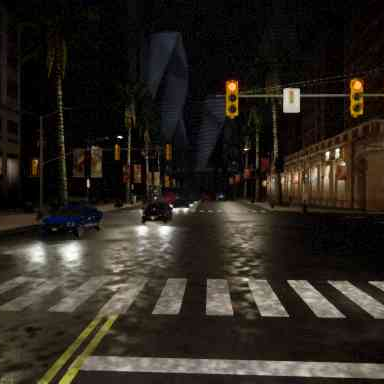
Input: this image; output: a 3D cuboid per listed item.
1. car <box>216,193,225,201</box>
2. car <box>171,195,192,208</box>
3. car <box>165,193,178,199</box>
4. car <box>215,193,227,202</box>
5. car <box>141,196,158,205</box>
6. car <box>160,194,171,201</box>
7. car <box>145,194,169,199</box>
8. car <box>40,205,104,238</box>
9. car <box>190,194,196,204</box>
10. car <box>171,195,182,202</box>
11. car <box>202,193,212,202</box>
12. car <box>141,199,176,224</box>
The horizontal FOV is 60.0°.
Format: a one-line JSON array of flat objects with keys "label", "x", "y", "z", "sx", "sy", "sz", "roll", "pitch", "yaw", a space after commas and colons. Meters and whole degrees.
[{"label": "car", "x": 7.433, "y": 1.217, "z": 88.091, "sx": 2.150, "sy": 2.045, "sz": 5.566, "roll": 0, "pitch": 0, "yaw": 2}, {"label": "car", "x": -1.437, "y": 1.564, "z": 47.891, "sx": 1.994, "sy": 1.385, "sz": 4.181, "roll": 0, "pitch": 0, "yaw": 3}, {"label": "car", "x": -4.269, "y": 1.218, "z": 61.460, "sx": 2.150, "sy": 2.045, "sz": 5.566, "roll": 0, "pitch": 0, "yaw": 4}, {"label": "car", "x": 7.074, "y": 1.522, "z": 78.017, "sx": 2.128, "sy": 1.511, "sz": 4.902, "roll": 0, "pitch": 0, "yaw": 2}, {"label": "car", "x": -7.505, "y": 1.513, "z": 59.369, "sx": 2.161, "sy": 1.482, "sz": 4.786, "roll": 0, "pitch": 0, "yaw": 2}, {"label": "car", "x": -6.417, "y": 1.354, "z": 81.273, "sx": 2.185, "sy": 1.767, "sz": 4.553, "roll": 0, "pitch": 0, "yaw": 2}, {"label": "car", "x": -4.986, "y": 1.491, "z": 46.912, "sx": 2.128, "sy": 1.511, "sz": 4.902, "roll": 0, "pitch": 0, "yaw": 3}, {"label": "car", "x": -6.327, "y": 1.477, "z": 18.063, "sx": 1.882, "sy": 1.535, "sz": 5.008, "roll": 0, "pitch": 0, "yaw": 3}, {"label": "car", "x": -0.798, "y": 1.506, "z": 60.980, "sx": 1.837, "sy": 1.490, "sz": 4.892, "roll": 0, "pitch": 0, "yaw": 3}, {"label": "car", "x": -3.486, "y": 1.535, "z": 76.697, "sx": 2.033, "sy": 1.411, "sz": 5.357, "roll": 0, "pitch": 0, "yaw": 3}, {"label": "car", "x": 3.565, "y": 1.224, "z": 77.812, "sx": 2.150, "sy": 2.045, "sz": 5.566, "roll": 0, "pitch": 0, "yaw": 2}, {"label": "car", "x": -2.518, "y": 1.505, "z": 24.664, "sx": 1.837, "sy": 1.490, "sz": 4.892, "roll": 0, "pitch": 0, "yaw": 3}]
